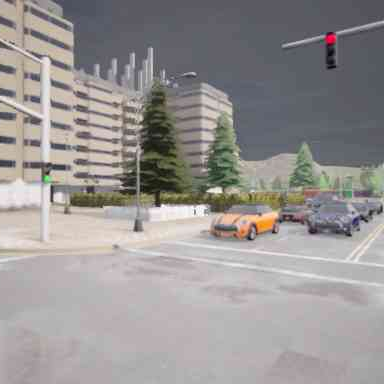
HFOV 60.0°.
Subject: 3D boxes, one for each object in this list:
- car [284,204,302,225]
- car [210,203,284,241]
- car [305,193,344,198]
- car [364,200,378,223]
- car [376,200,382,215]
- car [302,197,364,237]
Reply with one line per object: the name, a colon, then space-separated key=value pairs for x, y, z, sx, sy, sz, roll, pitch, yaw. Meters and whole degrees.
car: x=7.581 y=1.600 z=24.275 sx=1.994 sy=1.385 sz=4.181 roll=0 pitch=0 yaw=34
car: x=2.778 y=1.374 z=17.111 sx=2.097 sy=1.767 sz=4.553 roll=0 pitch=0 yaw=35
car: x=12.757 y=1.273 z=32.129 sx=2.150 sy=2.045 sz=5.566 roll=0 pitch=0 yaw=33
car: x=13.126 y=1.594 z=26.336 sx=2.033 sy=1.411 sz=5.357 roll=0 pitch=0 yaw=33
car: x=18.853 y=1.555 z=35.006 sx=2.128 sy=1.511 sz=4.902 roll=0 pitch=0 yaw=34
car: x=7.912 y=1.383 z=18.425 sx=2.097 sy=1.767 sz=4.553 roll=0 pitch=0 yaw=33
